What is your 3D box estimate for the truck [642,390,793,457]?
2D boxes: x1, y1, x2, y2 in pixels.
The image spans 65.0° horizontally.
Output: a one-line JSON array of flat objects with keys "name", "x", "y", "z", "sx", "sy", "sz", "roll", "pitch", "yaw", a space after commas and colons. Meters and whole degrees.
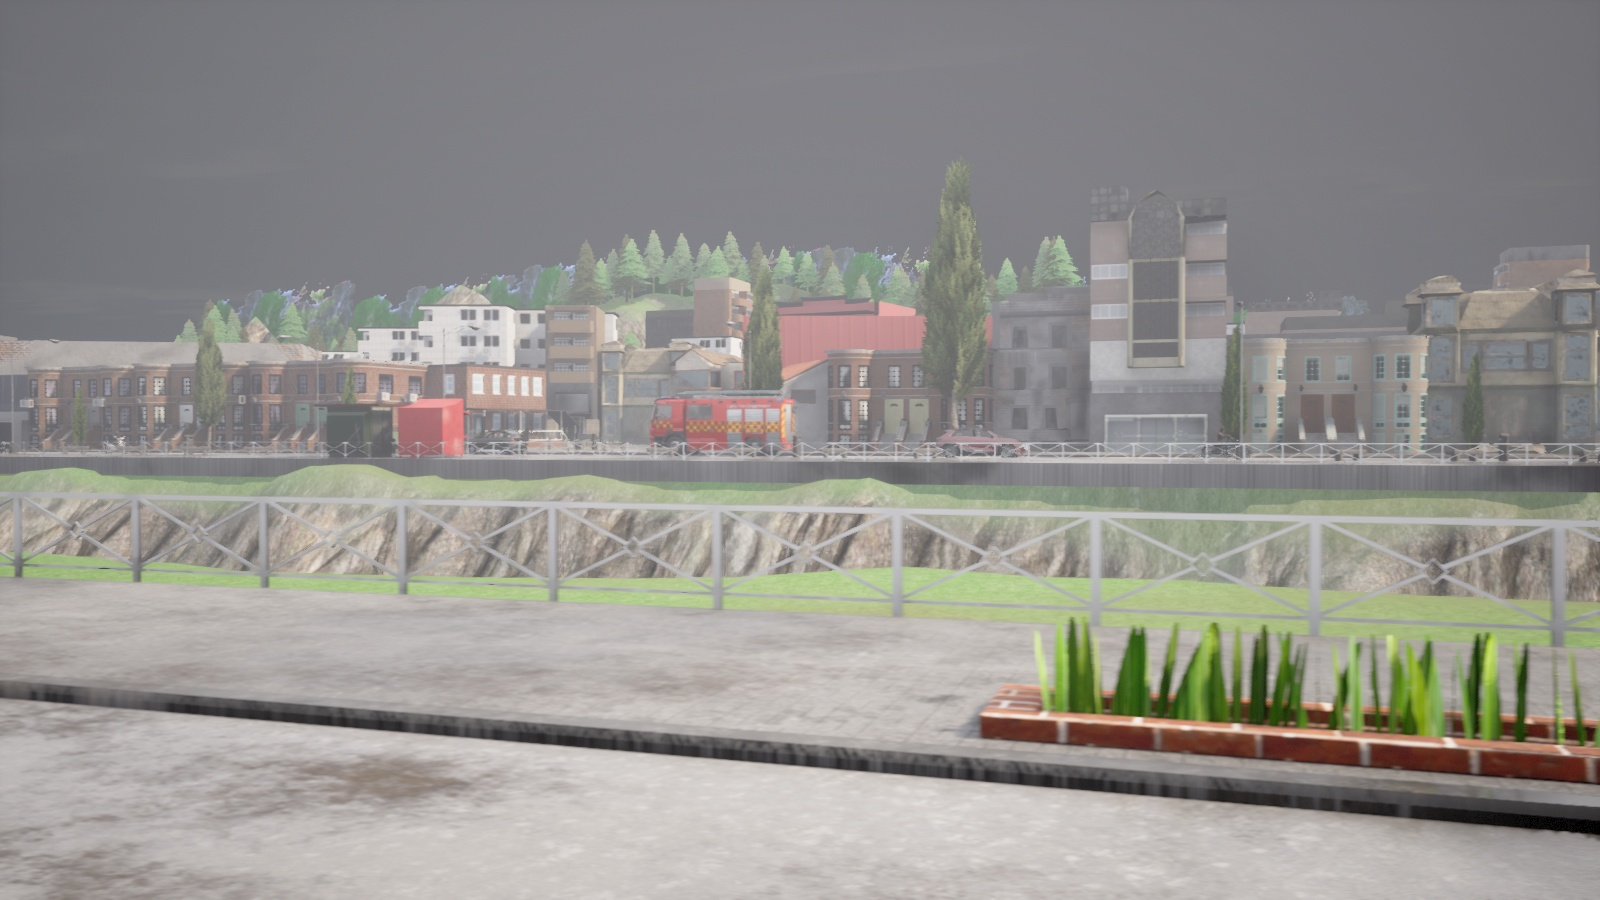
[{"name": "truck", "x": -4.887, "y": -1.593, "z": 74.410, "sx": 8.468, "sy": 3.827, "sz": 2.891, "roll": 1, "pitch": 1, "yaw": 18}]

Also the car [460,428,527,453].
[{"name": "car", "x": -19.331, "y": -0.604, "z": 79.148, "sx": 3.705, "sy": 1.549, "sz": 1.789, "roll": 1, "pitch": 1, "yaw": 18}]

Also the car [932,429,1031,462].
[{"name": "car", "x": 9.481, "y": -0.275, "z": 65.520, "sx": 4.856, "sy": 1.649, "sz": 2.033, "roll": 1, "pitch": 1, "yaw": 18}]

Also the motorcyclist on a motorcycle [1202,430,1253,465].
[{"name": "motorcyclist on a motorcycle", "x": 21.003, "y": -0.132, "z": 61.753, "sx": 2.350, "sy": 1.649, "sz": 0.766, "roll": 1, "pitch": 1, "yaw": 18}]
